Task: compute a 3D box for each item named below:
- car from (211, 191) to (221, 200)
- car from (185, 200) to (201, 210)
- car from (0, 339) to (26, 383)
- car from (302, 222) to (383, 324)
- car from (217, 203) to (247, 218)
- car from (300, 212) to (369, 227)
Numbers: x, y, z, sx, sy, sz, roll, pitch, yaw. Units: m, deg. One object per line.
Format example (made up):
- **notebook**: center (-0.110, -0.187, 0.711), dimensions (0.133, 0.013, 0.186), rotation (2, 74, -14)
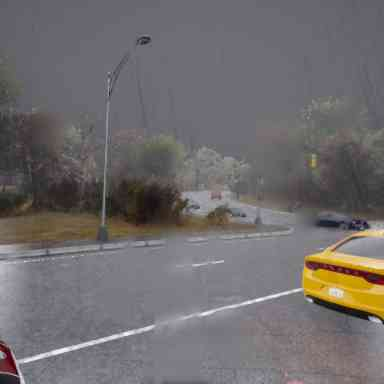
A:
- **car**: center (5.740, 0.746, 79.003), dimensions (2.150, 2.045, 5.566), rotation (2, 2, -1)
- **car**: center (-0.134, 1.842, 49.329), dimensions (1.994, 1.385, 4.181), rotation (2, 1, -15)
- **car**: center (-3.190, 1.353, 1.475), dimensions (4.553, 1.767, 2.097), rotation (0, 0, -35)
- **car**: center (4.400, 1.543, 6.895), dimensions (5.008, 1.535, 1.882), rotation (1, -1, -35)
- **car**: center (4.237, 2.041, 36.615), dimensions (1.837, 1.490, 4.892), rotation (3, -1, -22)
- **car**: center (10.218, 2.122, 23.937), dimensions (1.895, 1.301, 4.718), rotation (3, -2, -28)
